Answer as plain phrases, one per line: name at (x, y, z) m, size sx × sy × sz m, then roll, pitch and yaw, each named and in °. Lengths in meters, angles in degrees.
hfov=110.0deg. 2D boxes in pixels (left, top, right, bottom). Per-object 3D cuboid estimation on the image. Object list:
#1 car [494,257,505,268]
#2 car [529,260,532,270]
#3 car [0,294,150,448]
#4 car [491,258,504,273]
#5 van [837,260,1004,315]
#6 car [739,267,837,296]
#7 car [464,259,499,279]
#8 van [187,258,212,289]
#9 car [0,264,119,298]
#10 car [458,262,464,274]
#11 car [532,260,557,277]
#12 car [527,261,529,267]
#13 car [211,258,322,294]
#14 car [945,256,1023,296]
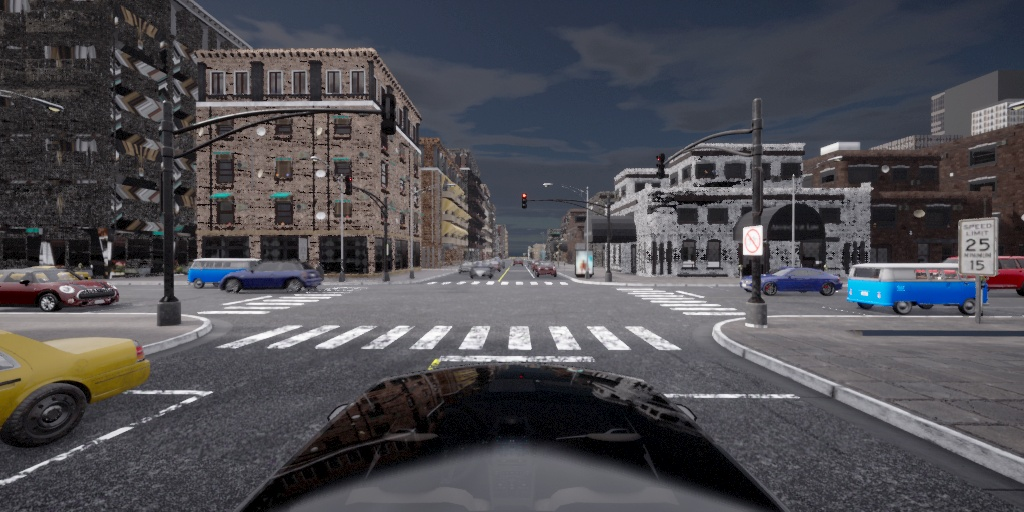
car at (-2.103, 1.269, 58.517) m, size 2.128 × 1.511 × 4.902 m, roll 0°, pitch 0°, yaw 1°
car at (3.454, 1.347, 46.503) m, size 1.802 × 1.307 × 4.207 m, roll 0°, pitch 0°, yaw 1°
car at (-5.680, 1.275, 2.623) m, size 1.751 × 1.417 × 4.829 m, roll 0°, pitch 0°, yaw 1°
car at (-2.362, 1.290, 44.816) m, size 1.812 × 1.442 × 4.674 m, roll 0°, pitch 0°, yaw 1°
van at (14.851, 1.156, 13.208) m, size 3.998 × 1.789 × 1.690 m, roll 0°, pitch 0°, yaw 1°
car at (14.691, 1.298, 18.993) m, size 4.674 × 1.442 × 1.812 m, roll 0°, pitch 0°, yaw 2°
car at (-2.591, 1.245, 31.932) m, size 2.128 × 1.511 × 4.902 m, roll 0°, pitch 0°, yaw 1°
van at (-17.426, 1.030, 21.903) m, size 3.998 × 1.789 × 1.690 m, roll 0°, pitch 0°, yaw 1°
car at (-17.526, 1.190, 13.523) m, size 4.097 × 1.591 × 1.967 m, roll 0°, pitch 0°, yaw 1°
car at (-5.023, 1.311, 40.939) m, size 2.007 × 1.370 × 4.403 m, roll 0°, pitch 0°, yaw 1°
car at (3.259, 1.195, 35.111) m, size 1.967 × 1.591 × 4.097 m, roll 0°, pitch 0°, yaw 1°
car at (3.552, 1.321, 52.199) m, size 2.007 × 1.370 × 4.403 m, roll 0°, pitch 0°, yaw 1°
car at (-13.029, 1.066, 19.514) m, size 4.553 × 1.767 × 2.097 m, roll 0°, pitch 0°, yaw -4°
car at (24.354, 1.019, 18.900) m, size 5.566 × 2.045 × 2.150 m, roll 0°, pitch 0°, yaw 0°
